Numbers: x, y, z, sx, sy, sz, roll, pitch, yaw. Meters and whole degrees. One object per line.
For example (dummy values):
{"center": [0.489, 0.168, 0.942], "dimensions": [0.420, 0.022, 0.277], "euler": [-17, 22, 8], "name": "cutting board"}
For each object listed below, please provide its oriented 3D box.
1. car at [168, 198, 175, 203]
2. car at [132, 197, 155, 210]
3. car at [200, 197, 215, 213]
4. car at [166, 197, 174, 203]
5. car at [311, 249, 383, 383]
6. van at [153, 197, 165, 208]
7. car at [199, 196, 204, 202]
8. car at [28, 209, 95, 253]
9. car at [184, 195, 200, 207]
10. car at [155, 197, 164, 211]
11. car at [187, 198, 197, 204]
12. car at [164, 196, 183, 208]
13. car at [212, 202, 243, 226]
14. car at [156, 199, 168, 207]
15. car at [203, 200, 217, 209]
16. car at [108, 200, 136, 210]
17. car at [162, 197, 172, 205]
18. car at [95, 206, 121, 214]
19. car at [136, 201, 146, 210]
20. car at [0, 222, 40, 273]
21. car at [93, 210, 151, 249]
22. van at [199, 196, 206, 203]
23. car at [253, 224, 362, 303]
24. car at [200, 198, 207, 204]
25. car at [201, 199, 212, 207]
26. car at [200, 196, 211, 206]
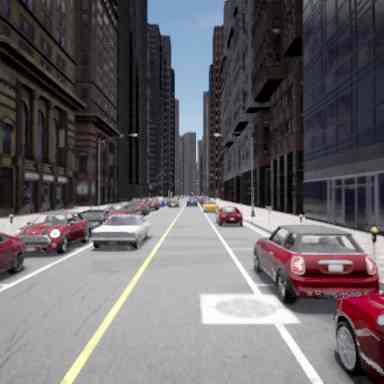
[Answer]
{"center": [-5.744, 2.328, 92.356], "dimensions": [1.802, 1.307, 4.206], "euler": [0, 0, 0], "name": "car"}
{"center": [-5.753, 1.598, 36.344], "dimensions": [2.192, 1.841, 5.009], "euler": [0, 0, 0], "name": "car"}
{"center": [2.357, 1.785, 41.996], "dimensions": [1.801, 1.575, 5.366], "euler": [0, 0, 0], "name": "car"}
{"center": [-5.745, 2.139, 86.757], "dimensions": [1.967, 1.590, 4.097], "euler": [0, 0, 0], "name": "car"}
{"center": [2.766, 1.567, 2.741], "dimensions": [1.887, 1.381, 4.507], "euler": [0, 0, 0], "name": "car"}
{"center": [-5.749, 1.804, 58.749], "dimensions": [1.690, 1.788, 3.998], "euler": [0, 0, 0], "name": "van"}
{"center": [2.776, 1.903, 58.761], "dimensions": [1.967, 1.590, 4.097], "euler": [0, 0, 0], "name": "car"}
{"center": [-5.757, 1.549, 13.937], "dimensions": [1.967, 1.590, 4.097], "euler": [0, 0, 0], "name": "car"}
{"center": [0.011, 1.829, 60.541], "dimensions": [2.097, 1.767, 4.553], "euler": [0, 0, 0], "name": "car"}
{"center": [-5.751, 1.687, 47.547], "dimensions": [2.192, 1.841, 5.009], "euler": [0, 0, 0], "name": "car"}
{"center": [0.014, 2.065, 77.189], "dimensions": [2.128, 1.511, 4.902], "euler": [0, 0, 0], "name": "car"}
{"center": [-3.057, 1.930, 55.726], "dimensions": [2.128, 1.511, 4.902], "euler": [0, 0, 0], "name": "car"}
{"center": [2.770, 1.740, 25.149], "dimensions": [1.887, 1.381, 4.507], "euler": [0, 0, 0], "name": "car"}
{"center": [-5.749, 2.033, 64.179], "dimensions": [1.752, 1.417, 4.829], "euler": [0, 0, 0], "name": "car"}
{"center": [2.774, 1.967, 53.158], "dimensions": [2.008, 1.369, 4.403], "euler": [0, 0, 0], "name": "car"}
{"center": [-5.755, 1.636, 25.140], "dimensions": [1.967, 1.590, 4.097], "euler": [0, 0, 0], "name": "car"}
{"center": [-5.747, 2.044, 75.554], "dimensions": [1.967, 1.590, 4.097], "euler": [0, 0, 0], "name": "car"}
{"center": [-5.756, 1.718, 19.537], "dimensions": [1.947, 1.339, 4.313], "euler": [0, 0, 0], "name": "car"}
{"center": [-5.755, 1.805, 30.740], "dimensions": [1.947, 1.339, 4.313], "euler": [0, 0, 0], "name": "car"}
{"center": [-5.758, 1.648, 8.334], "dimensions": [1.802, 1.307, 4.206], "euler": [0, 0, 0], "name": "car"}
{"center": [-3.098, 1.720, 15.243], "dimensions": [1.895, 1.301, 4.718], "euler": [0, 0, 0], "name": "car"}
{"center": [2.780, 2.039, 86.771], "dimensions": [1.690, 1.788, 3.998], "euler": [0, 0, 0], "name": "van"}
{"center": [2.767, 1.505, 8.344], "dimensions": [1.967, 1.590, 4.097], "euler": [0, 0, 0], "name": "car"}
{"center": [2.779, 2.177, 81.338], "dimensions": [1.752, 1.417, 4.829], "euler": [0, 0, 0], "name": "car"}
{"center": [2.776, 2.091, 64.362], "dimensions": [1.802, 1.307, 4.206], "euler": [0, 0, 0], "name": "car"}
{"center": [2.778, 1.871, 69.966], "dimensions": [2.192, 1.841, 5.009], "euler": [0, 0, 0], "name": "car"}
